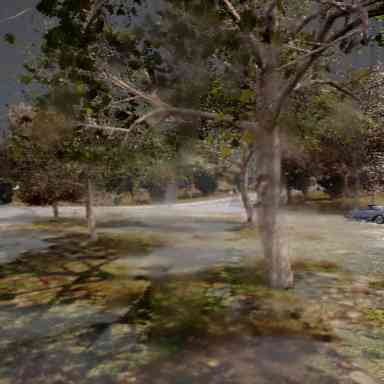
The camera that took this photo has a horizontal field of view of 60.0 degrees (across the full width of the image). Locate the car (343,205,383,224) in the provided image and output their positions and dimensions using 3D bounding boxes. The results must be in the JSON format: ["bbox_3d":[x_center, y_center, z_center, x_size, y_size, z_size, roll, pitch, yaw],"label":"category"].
[{"bbox_3d":[14.602,1.774,27.163,1.994,1.385,4.181,1,0,-27],"label":"car"}]
